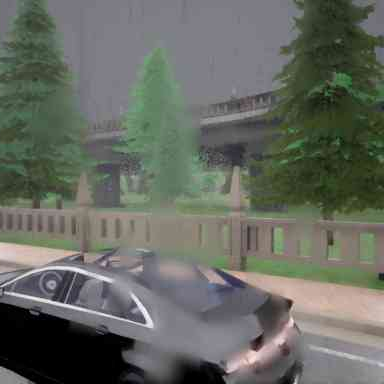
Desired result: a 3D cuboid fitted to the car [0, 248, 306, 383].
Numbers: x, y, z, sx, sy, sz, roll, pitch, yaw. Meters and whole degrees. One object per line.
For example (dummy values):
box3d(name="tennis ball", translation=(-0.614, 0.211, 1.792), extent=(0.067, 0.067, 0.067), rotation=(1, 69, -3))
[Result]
box3d(name="car", translation=(-1.148, 1.492, 4.221), extent=(4.902, 1.511, 2.128), rotation=(0, 0, 33))
